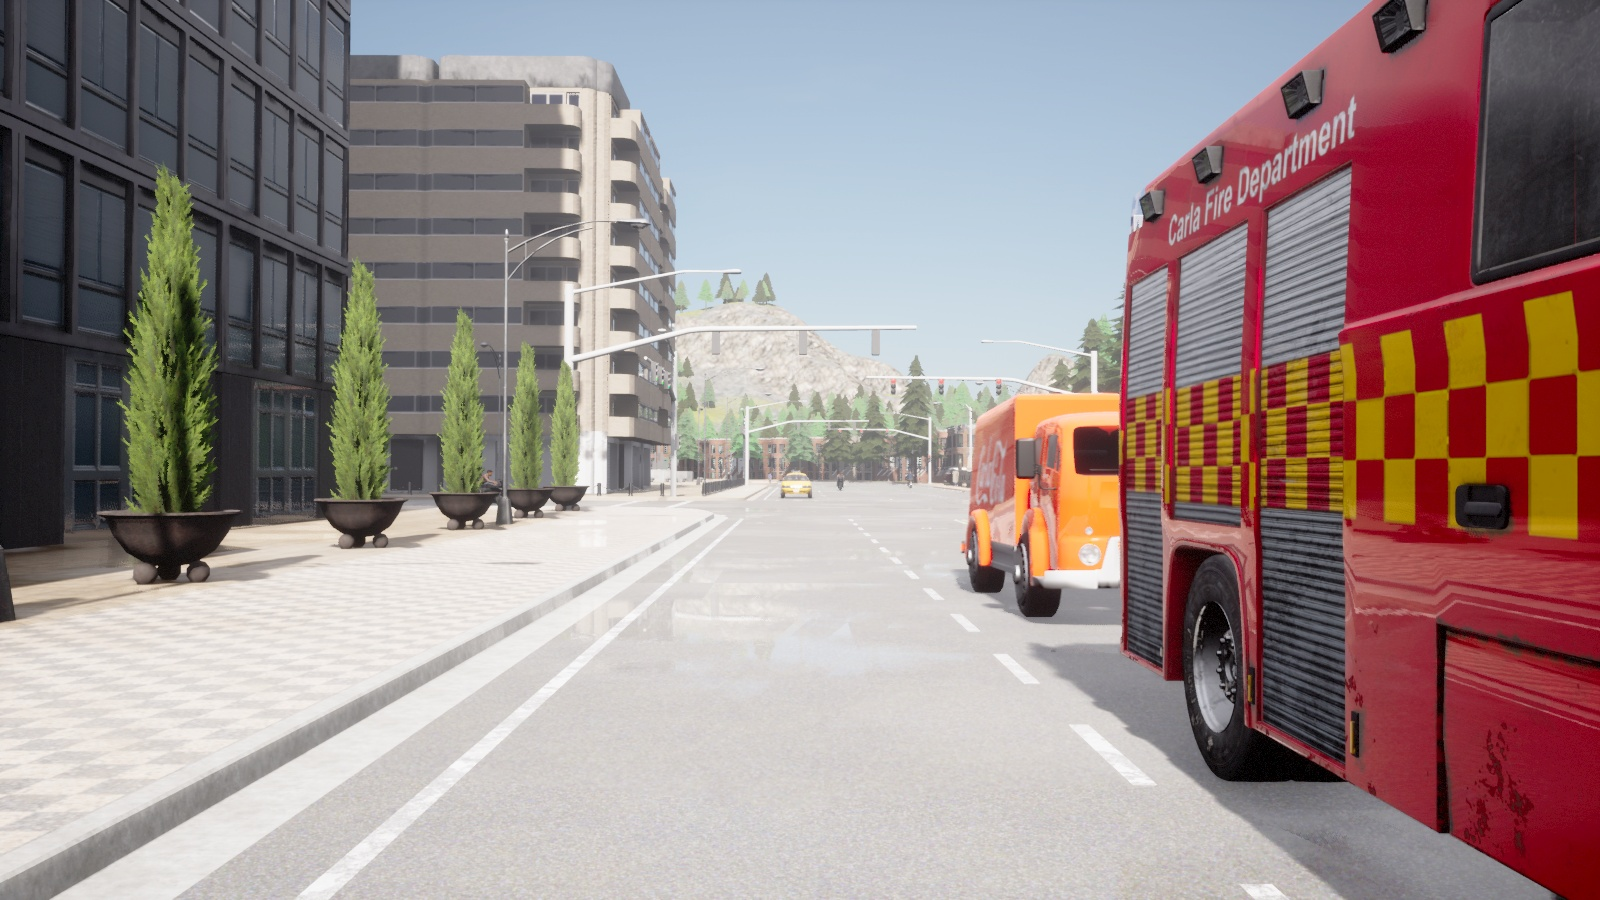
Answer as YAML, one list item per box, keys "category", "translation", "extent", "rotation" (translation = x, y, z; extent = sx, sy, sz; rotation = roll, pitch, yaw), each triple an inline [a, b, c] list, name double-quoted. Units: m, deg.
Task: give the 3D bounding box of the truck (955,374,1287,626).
- category: "truck"
  translation: [3.470, 0.579, 14.937]
  extent: [2.627, 2.467, 5.204]
  rotation: [0, -2, 0]

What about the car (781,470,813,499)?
- category: "car"
  translation: [-0.191, 1.982, 73.270]
  extent: [1.801, 1.575, 5.366]
  rotation: [0, -1, 0]

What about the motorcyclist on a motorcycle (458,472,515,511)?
- category: "motorcyclist on a motorcycle"
  translation: [-12.417, 1.625, 49.796]
  extent: [2.044, 1.523, 0.797]
  rotation: [0, -1, 0]

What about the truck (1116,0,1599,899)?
- category: "truck"
  translation: [3.485, -0.301, 3.774]
  extent: [2.891, 3.827, 8.468]
  rotation: [0, -1, 0]
